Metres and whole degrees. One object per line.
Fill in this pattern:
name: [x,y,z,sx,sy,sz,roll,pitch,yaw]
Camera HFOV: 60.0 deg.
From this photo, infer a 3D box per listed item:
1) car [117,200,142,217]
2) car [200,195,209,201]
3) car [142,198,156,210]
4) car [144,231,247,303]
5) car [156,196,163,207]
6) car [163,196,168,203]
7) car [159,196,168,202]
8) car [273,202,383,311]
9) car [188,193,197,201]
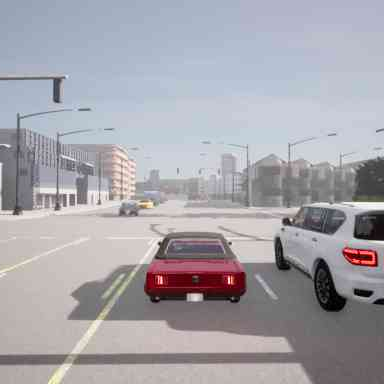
car: [-6.470,1.741,33.894,2.128,1.511,4.902,0,-1,-8]
car: [3.520,1.523,89.240,2.097,1.767,4.553,0,-1,0]
car: [-7.082,1.881,50.713,1.882,1.535,5.008,0,-1,0]
car: [0.071,1.617,8.211,1.895,1.301,4.718,0,0,0]
car: [-7.049,1.892,61.600,1.837,1.490,4.892,0,1,0]
car: [-6.984,1.789,71.735,2.128,1.511,4.902,0,1,0]
car: [-6.982,1.680,81.980,1.812,1.442,4.674,0,1,0]
car: [3.565,1.234,7.919,2.150,2.045,5.566,0,0,0]
car: [0.020,1.389,88.887,2.150,2.045,5.566,0,-1,0]
